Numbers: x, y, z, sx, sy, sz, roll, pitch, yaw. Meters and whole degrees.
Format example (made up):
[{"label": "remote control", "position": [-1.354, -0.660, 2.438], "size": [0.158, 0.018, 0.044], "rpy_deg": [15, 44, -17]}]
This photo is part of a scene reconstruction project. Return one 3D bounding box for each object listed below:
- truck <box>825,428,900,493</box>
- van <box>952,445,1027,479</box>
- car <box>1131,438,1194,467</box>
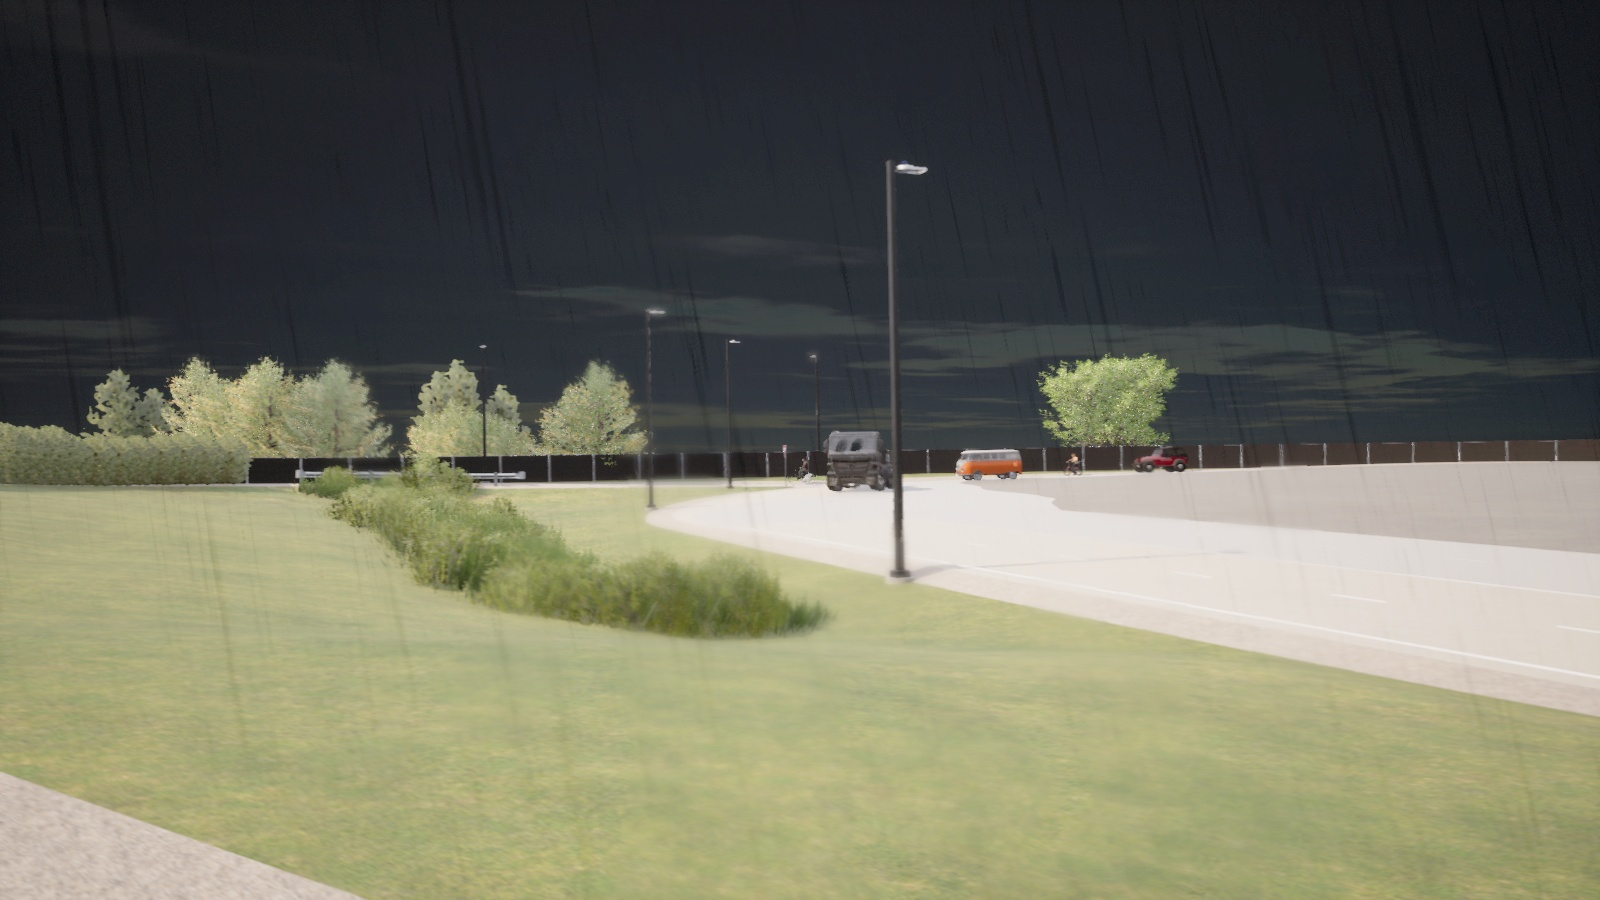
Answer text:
[{"label": "truck", "position": [3.710, 0.503, 72.643], "size": [2.891, 3.462, 7.936], "rpy_deg": [-2, 1, 13]}, {"label": "van", "position": [12.536, 0.788, 83.159], "size": [4.442, 1.987, 1.775], "rpy_deg": [-3, -1, -17]}, {"label": "car", "position": [26.160, 0.221, 90.677], "size": [3.866, 1.878, 1.905], "rpy_deg": [-3, -1, -7]}]
